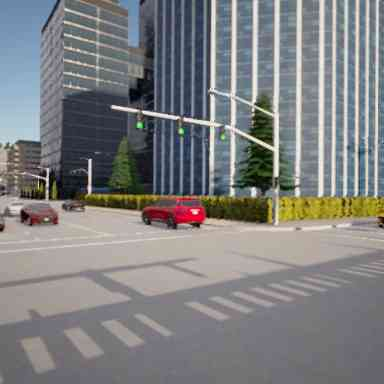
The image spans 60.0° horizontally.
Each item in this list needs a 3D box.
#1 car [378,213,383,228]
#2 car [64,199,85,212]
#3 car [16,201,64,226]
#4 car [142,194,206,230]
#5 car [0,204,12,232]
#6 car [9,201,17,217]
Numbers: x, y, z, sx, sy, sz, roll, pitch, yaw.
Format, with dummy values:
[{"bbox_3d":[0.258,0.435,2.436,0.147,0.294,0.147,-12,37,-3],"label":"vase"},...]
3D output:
[{"bbox_3d":[14.876,1.701,23.198,5.008,1.535,1.882,1,0,-36],"label":"car"},{"bbox_3d":[-14.910,1.679,41.605,1.837,1.490,4.892,1,-1,-36],"label":"car"},{"bbox_3d":[-11.098,1.545,24.097,1.882,1.535,5.008,1,0,-36],"label":"car"},{"bbox_3d":[-1.358,1.370,22.692,2.150,2.045,5.566,1,0,-36],"label":"car"},{"bbox_3d":[-12.520,1.582,20.068,2.033,1.411,5.357,1,0,-36],"label":"car"},{"bbox_3d":[-16.571,1.588,31.764,1.812,1.442,4.674,1,0,-36],"label":"car"}]
